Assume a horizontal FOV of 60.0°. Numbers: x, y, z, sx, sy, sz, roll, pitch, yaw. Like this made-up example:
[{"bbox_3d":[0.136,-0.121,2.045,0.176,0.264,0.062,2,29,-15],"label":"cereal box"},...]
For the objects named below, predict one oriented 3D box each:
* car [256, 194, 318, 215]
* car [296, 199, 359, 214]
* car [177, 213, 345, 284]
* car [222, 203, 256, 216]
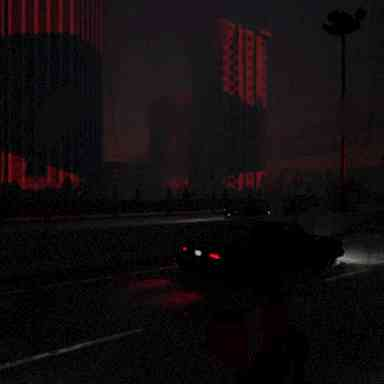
[{"bbox_3d":[8.134,1.223,26.981,5.566,2.045,2.150,0,0,-35],"label":"car"},{"bbox_3d":[10.199,1.493,24.153,4.902,1.511,2.128,0,0,-35],"label":"car"},{"bbox_3d":[2.186,1.545,9.602,5.357,1.411,2.033,0,0,-35],"label":"car"},{"bbox_3d":[4.903,1.601,28.977,4.718,1.301,1.895,0,0,-35],"label":"car"}]
